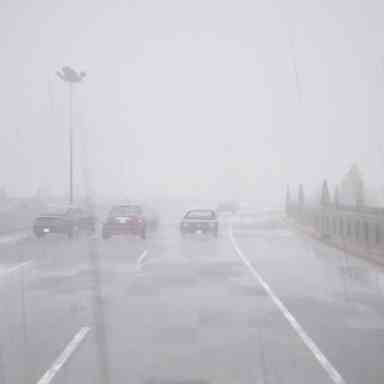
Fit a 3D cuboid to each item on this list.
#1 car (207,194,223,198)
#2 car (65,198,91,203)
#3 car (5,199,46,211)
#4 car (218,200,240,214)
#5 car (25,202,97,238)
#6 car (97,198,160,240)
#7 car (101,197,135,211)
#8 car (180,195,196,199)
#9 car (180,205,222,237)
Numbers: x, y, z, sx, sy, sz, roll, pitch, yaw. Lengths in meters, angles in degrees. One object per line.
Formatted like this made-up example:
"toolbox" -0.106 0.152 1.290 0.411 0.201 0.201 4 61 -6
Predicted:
"car" 5.255 1.287 75.642 2.128 1.511 4.902 0 0 37
"car" -13.474 1.508 38.963 1.837 1.490 4.892 0 0 16
"car" -17.885 1.493 35.975 2.128 1.511 4.902 0 0 15
"car" 3.881 1.527 35.508 1.812 1.442 4.674 0 0 16
"car" -6.498 1.506 17.676 1.837 1.490 4.892 0 0 4
"car" -3.005 1.353 17.283 2.097 1.767 4.553 0 0 4
"car" -9.117 1.479 41.346 1.882 1.535 5.008 0 0 18
"car" -0.838 1.469 73.342 1.812 1.442 4.674 0 0 34
"car" 0.522 1.602 18.039 1.895 1.301 4.718 0 0 5
